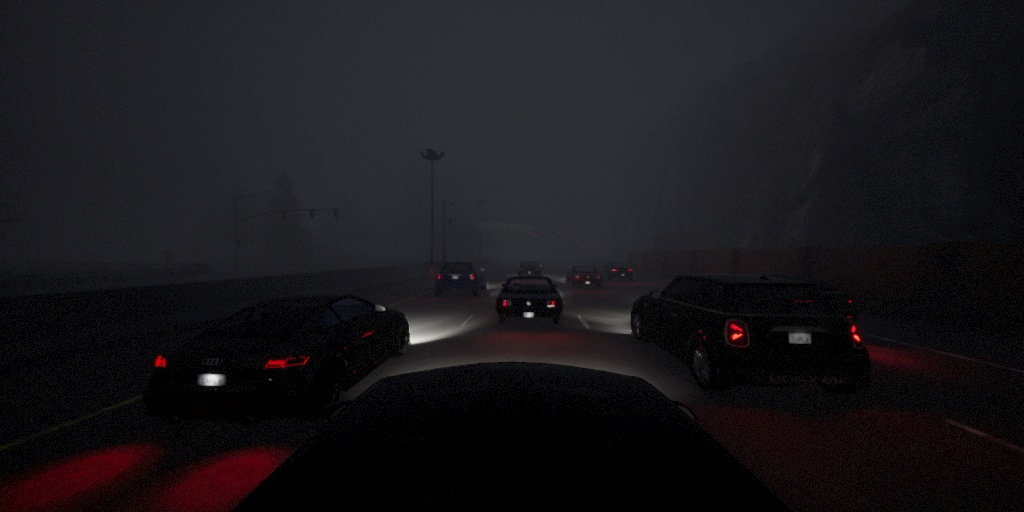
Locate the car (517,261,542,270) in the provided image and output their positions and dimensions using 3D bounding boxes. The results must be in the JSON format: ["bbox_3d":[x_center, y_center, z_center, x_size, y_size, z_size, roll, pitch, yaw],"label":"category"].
[{"bbox_3d":[1.436,1.130,29.623,1.882,1.535,5.008,0,0,3],"label":"car"}]

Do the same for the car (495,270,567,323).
[{"bbox_3d":[0.569,1.315,12.023,1.895,1.301,4.718,0,0,3],"label":"car"}]

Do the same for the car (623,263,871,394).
[{"bbox_3d":[3.886,1.101,6.881,2.097,1.767,4.553,0,0,2],"label":"car"}]

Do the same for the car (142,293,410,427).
[{"bbox_3d":[-3.157,1.284,5.839,1.994,1.385,4.181,0,0,1],"label":"car"}]

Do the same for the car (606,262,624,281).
[{"bbox_3d":[8.421,1.212,29.052,1.812,1.442,4.674,0,0,3],"label":"car"}]

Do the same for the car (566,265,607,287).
[{"bbox_3d":[4.645,1.290,23.668,1.895,1.301,4.718,0,0,3],"label":"car"}]

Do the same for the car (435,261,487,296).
[{"bbox_3d":[-2.582,1.026,19.056,2.097,1.767,4.553,0,0,3],"label":"car"}]
